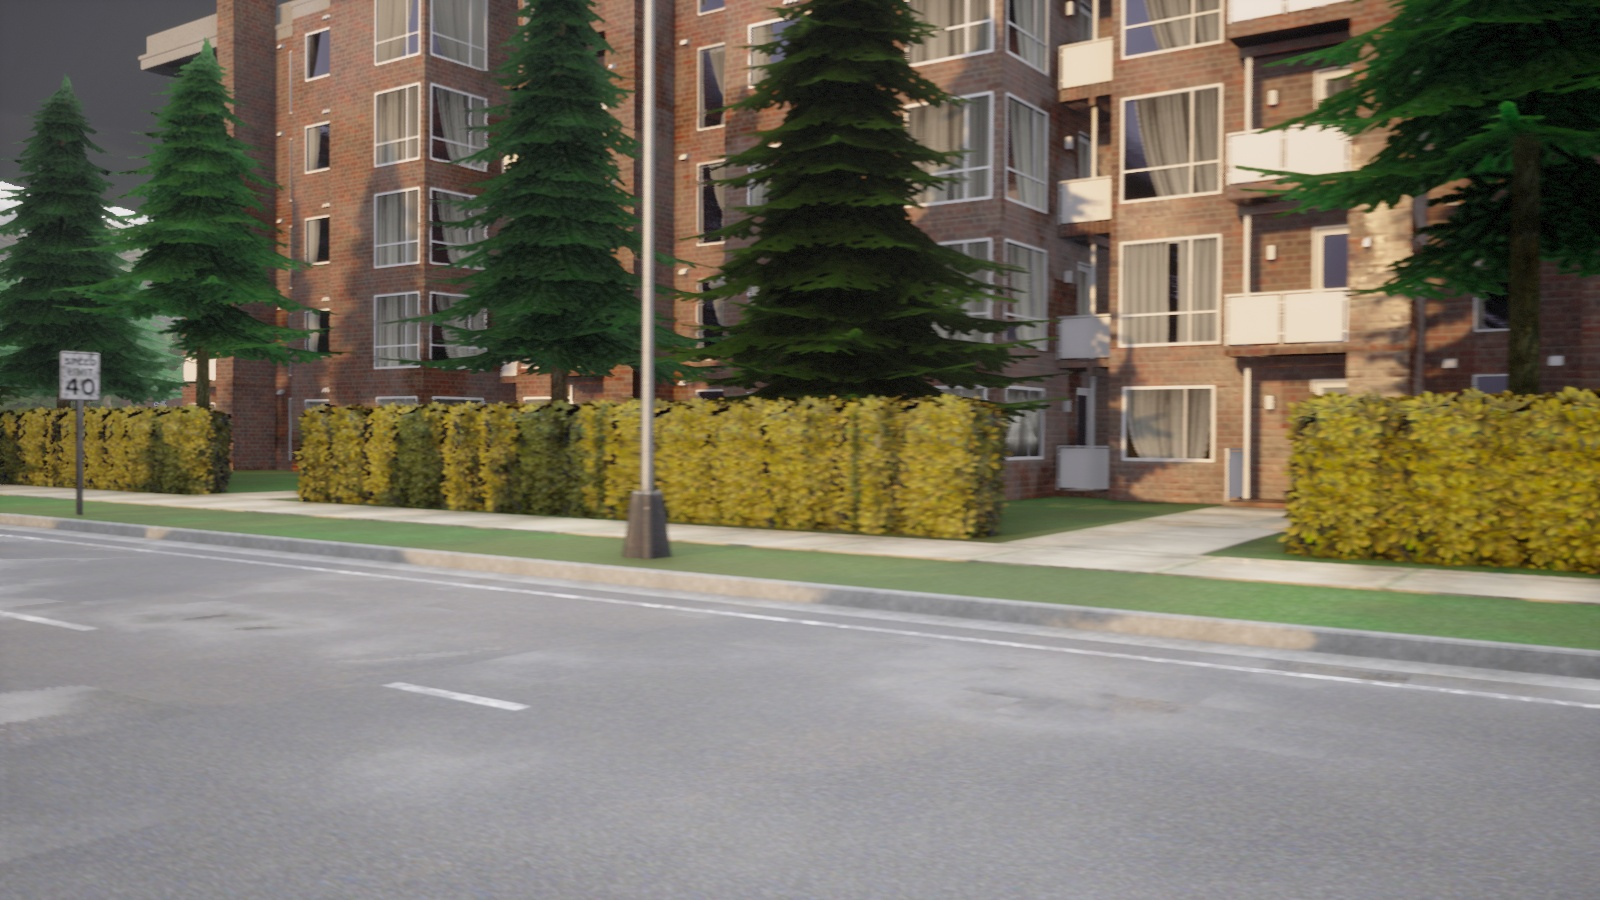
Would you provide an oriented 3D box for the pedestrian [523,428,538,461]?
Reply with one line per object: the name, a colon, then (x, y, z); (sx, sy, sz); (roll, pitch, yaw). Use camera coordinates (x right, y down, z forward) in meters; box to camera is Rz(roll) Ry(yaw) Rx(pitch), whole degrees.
pedestrian: (-16.186, -0.333, 75.408); (0.423, 1.949, 0.788); (0, 1, 36)
